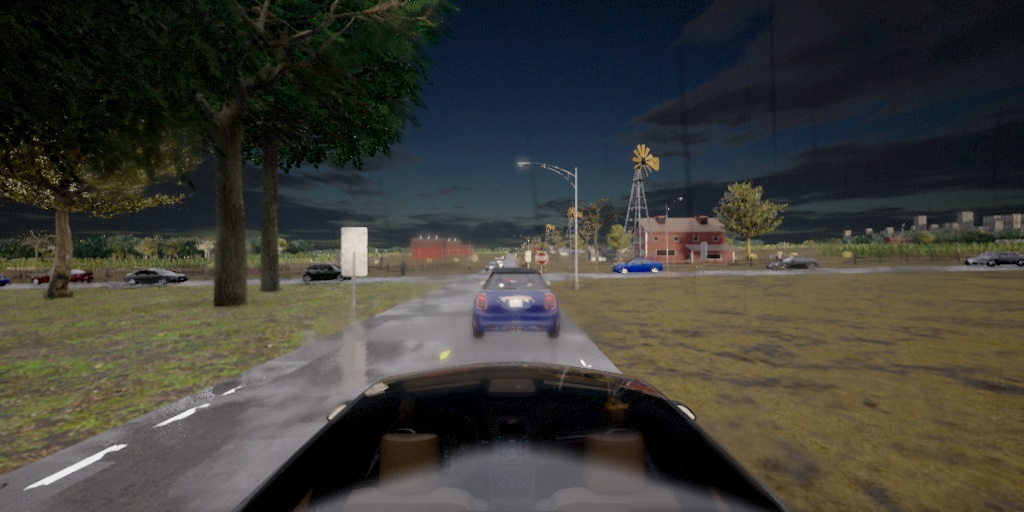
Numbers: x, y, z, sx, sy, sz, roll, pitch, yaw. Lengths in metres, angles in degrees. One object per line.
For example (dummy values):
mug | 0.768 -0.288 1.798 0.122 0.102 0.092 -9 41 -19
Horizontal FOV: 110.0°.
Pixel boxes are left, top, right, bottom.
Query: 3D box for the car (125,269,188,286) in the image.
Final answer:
car | -33.728 1.992 34.029 4.892 1.490 1.837 -1 1 0

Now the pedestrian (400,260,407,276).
pedestrian | -12.126 1.329 39.867 0.375 1.860 0.375 0 2 0

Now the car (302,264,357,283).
car | -17.206 1.540 33.926 4.553 1.767 2.097 -1 1 0

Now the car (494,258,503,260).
car | -2.804 1.463 50.745 2.128 1.511 4.902 0 0 0

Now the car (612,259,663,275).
car | 12.747 1.050 36.641 5.008 1.535 1.882 -1 1 -1

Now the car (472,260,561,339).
car | 0.101 1.118 10.304 2.097 1.767 4.553 0 0 0

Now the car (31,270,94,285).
car | -46.353 2.145 36.992 5.008 1.535 1.882 -1 1 1

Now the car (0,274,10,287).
car | -51.843 2.112 34.230 5.566 2.045 2.150 -1 1 0

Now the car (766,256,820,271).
car | 28.638 0.778 36.596 4.674 1.442 1.812 -1 1 0

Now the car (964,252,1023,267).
car | 49.079 0.325 36.378 4.902 1.511 2.128 -1 1 0
